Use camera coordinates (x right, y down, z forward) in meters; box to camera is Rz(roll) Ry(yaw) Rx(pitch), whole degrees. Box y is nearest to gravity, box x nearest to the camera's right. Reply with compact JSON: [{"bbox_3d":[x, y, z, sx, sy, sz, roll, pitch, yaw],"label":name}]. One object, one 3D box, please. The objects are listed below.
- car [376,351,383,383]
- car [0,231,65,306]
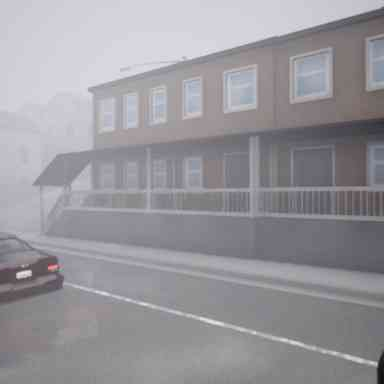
[{"bbox_3d":[3.606,1.467,1.415,5.008,1.535,1.882,0,0,35],"label":"car"},{"bbox_3d":[-5.165,1.591,7.658,5.357,1.411,2.033,0,0,36],"label":"car"}]
